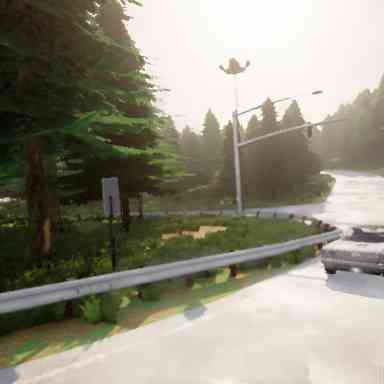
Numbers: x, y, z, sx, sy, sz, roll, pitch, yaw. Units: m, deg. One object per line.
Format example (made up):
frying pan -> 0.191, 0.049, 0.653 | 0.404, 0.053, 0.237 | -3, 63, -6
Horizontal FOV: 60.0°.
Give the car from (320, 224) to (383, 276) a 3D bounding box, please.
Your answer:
car -> 5.575, 1.690, 10.153 | 1.895, 1.301, 4.718 | -2, -1, 40
